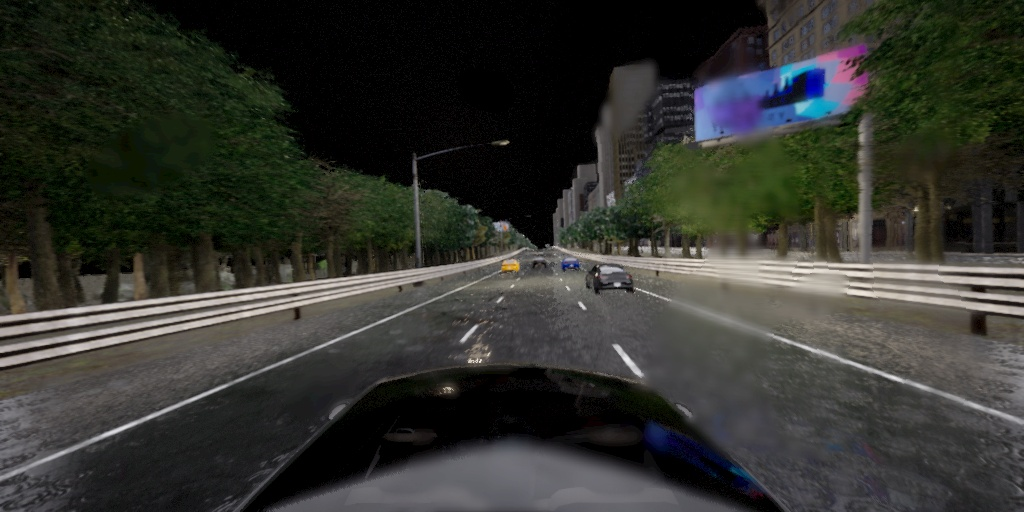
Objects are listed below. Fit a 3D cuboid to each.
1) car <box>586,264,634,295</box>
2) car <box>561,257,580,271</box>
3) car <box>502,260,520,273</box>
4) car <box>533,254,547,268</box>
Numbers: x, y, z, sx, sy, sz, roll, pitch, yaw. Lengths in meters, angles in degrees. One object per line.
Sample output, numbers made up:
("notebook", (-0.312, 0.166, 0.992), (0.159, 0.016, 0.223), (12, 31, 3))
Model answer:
("car", (4.908, 1.104, 18.384), (1.812, 1.442, 4.674), (-3, 0, 5))
("car", (6.841, 0.887, 42.464), (1.882, 1.535, 5.008), (-3, 1, 5))
("car", (-0.126, 1.200, 43.018), (1.882, 1.535, 5.008), (-3, 1, 5))
("car", (4.102, 0.886, 52.809), (1.882, 1.535, 5.008), (-3, 1, 5))
